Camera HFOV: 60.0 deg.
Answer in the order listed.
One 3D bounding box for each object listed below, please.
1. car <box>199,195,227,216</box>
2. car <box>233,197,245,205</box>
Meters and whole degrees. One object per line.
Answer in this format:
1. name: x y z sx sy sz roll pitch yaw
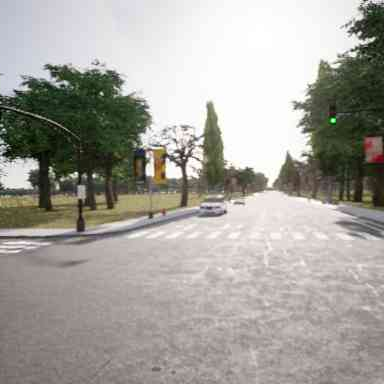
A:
1. car: 2.255 1.392 34.086 2.150 2.045 5.566 -1 1 14
2. car: 8.756 1.683 61.140 1.812 1.442 4.674 -1 0 13
